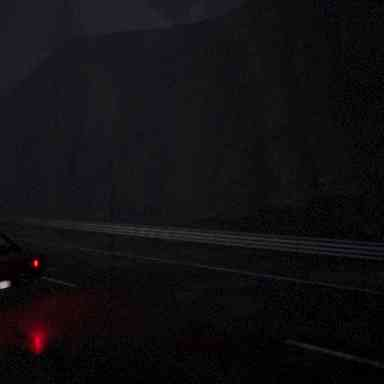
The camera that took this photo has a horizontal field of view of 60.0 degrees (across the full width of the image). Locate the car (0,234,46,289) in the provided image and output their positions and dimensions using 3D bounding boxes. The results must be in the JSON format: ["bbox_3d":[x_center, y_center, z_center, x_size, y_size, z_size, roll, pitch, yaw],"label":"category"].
[{"bbox_3d":[-5.723,1.648,8.162,4.718,1.301,1.895,0,0,35],"label":"car"}]
